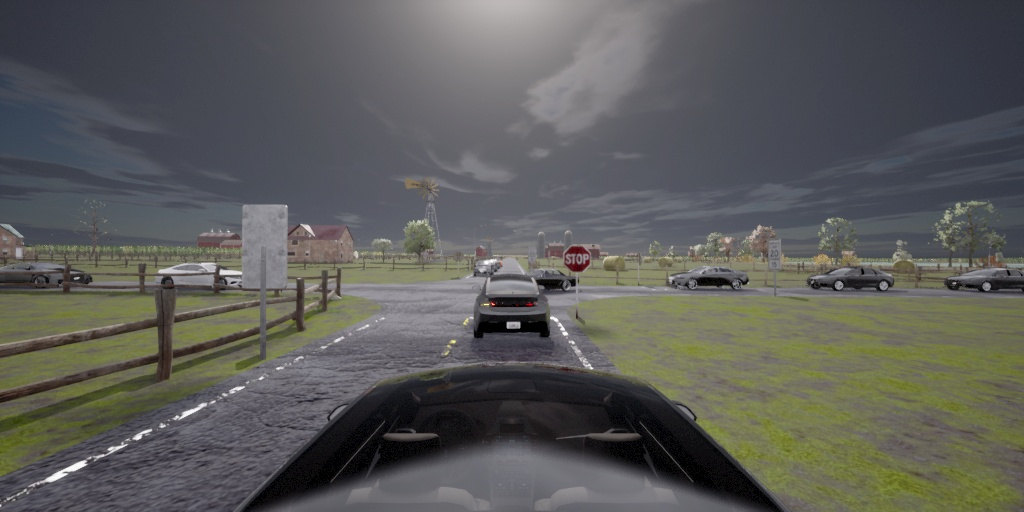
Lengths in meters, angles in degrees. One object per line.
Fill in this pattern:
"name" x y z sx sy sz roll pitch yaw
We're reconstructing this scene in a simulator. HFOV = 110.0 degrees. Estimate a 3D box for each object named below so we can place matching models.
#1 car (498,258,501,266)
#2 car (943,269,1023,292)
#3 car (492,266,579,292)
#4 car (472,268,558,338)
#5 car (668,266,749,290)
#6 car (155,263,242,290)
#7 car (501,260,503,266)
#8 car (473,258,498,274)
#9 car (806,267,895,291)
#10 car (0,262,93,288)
"car" -2.849 1.241 46.337 2.128 1.511 4.902 0 0 0
"car" 31.704 1.587 23.768 4.892 1.490 1.837 1 -1 -1
"car" 1.501 1.369 20.250 4.718 1.301 1.895 1 0 -35
"car" -0.073 1.256 10.204 1.837 1.490 4.892 0 0 -3
"car" 12.800 1.397 23.478 4.902 1.511 2.128 1 -1 -2
"car" -17.242 1.103 20.162 4.674 1.442 1.812 1 -1 -1
"car" -2.817 1.240 55.879 2.128 1.511 4.902 0 0 0
"car" -2.856 1.243 36.891 2.128 1.511 4.902 0 0 0
"car" 22.201 1.499 23.648 4.892 1.490 1.837 1 -1 -1
"car" -26.362 1.048 20.041 4.181 1.385 1.994 1 -1 -1
